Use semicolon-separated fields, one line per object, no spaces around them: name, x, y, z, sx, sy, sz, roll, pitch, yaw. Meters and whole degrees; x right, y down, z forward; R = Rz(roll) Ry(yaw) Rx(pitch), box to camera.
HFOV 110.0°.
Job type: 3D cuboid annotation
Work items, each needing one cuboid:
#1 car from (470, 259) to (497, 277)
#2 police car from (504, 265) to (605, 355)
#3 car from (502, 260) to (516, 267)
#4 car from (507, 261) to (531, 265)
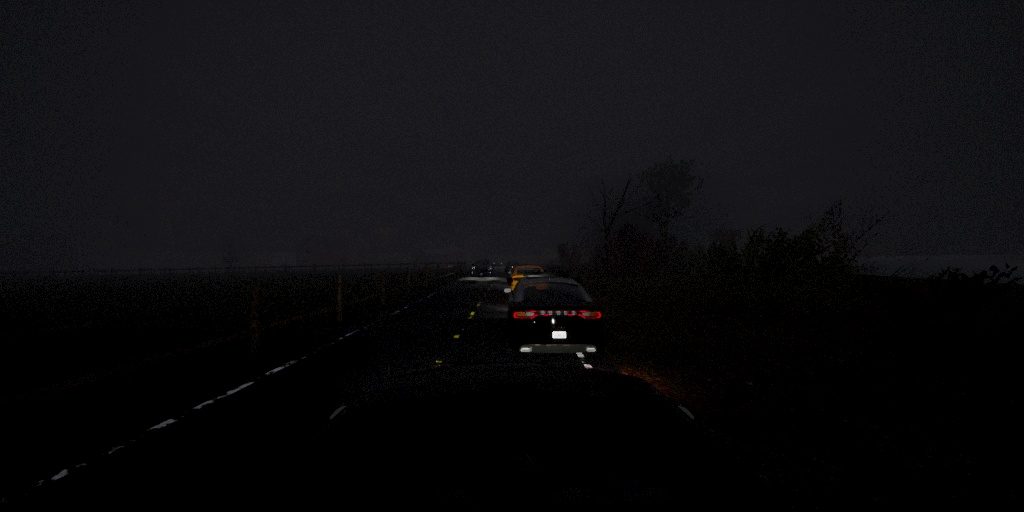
car;-2.836;1.110;35.285;2.097;1.767;4.553;0;0;0
police car;0.828;1.175;8.853;1.930;1.638;5.238;0;0;0
car;0.063;1.335;46.642;1.994;1.385;4.181;0;0;0
car;0.832;1.228;18.743;1.882;1.535;5.008;0;0;0
